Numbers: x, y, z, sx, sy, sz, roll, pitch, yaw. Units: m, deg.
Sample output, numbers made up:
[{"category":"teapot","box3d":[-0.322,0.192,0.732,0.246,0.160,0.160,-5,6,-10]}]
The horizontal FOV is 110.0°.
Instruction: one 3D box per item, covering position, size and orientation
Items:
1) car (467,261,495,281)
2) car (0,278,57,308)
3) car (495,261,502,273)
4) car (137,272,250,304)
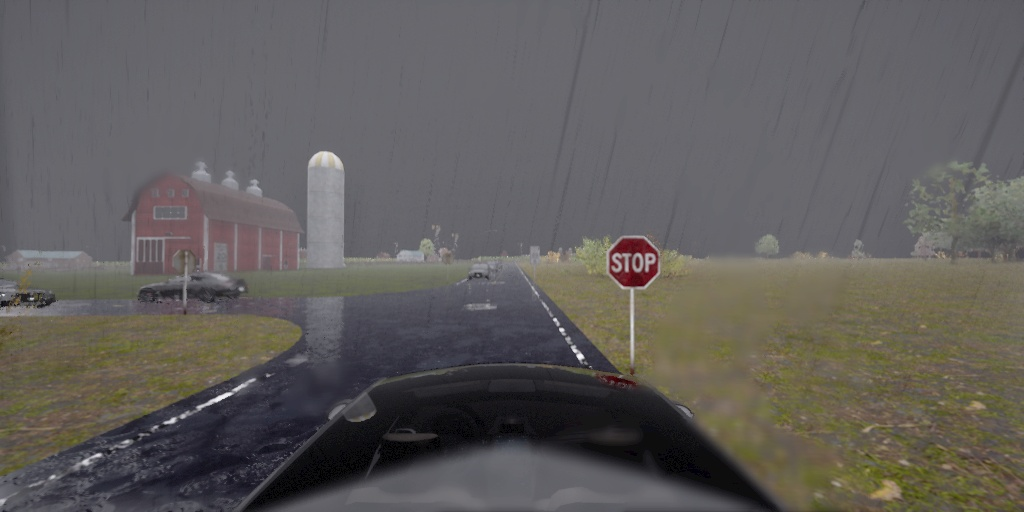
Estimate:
[{"category":"car","box3d":[-2.862,1.406,32.684,1.837,1.490,4.892,0,0,0]},{"category":"car","box3d":[-21.839,1.603,14.863,4.181,1.385,1.994,-1,-1,0]},{"category":"car","box3d":[-2.864,1.479,49.129,2.128,1.511,4.902,0,0,0]},{"category":"car","box3d":[-15.667,1.548,17.809,4.674,1.442,1.812,-1,-1,1]}]
